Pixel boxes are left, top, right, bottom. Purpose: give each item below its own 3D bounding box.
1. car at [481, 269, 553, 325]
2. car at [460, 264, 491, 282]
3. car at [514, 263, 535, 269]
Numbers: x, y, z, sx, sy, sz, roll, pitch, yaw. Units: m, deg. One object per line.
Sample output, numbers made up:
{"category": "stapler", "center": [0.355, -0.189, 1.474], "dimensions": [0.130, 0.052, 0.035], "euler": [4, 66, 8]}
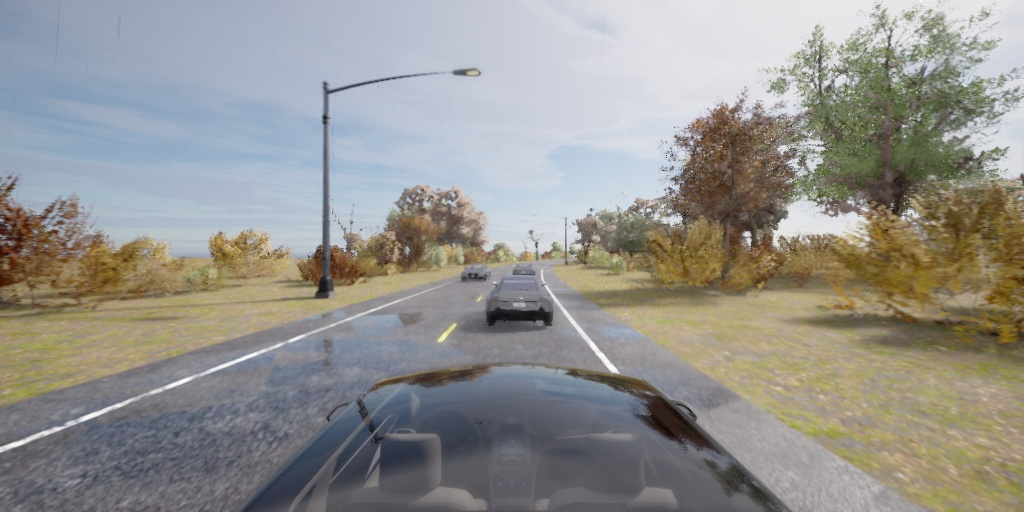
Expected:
{"category": "car", "center": [0.253, 1.314, 11.851], "dimensions": [1.994, 1.385, 4.181], "euler": [0, 0, 1]}
{"category": "car", "center": [-2.775, 1.308, 28.420], "dimensions": [1.994, 1.385, 4.181], "euler": [0, 0, 3]}
{"category": "car", "center": [1.101, 1.309, 31.902], "dimensions": [1.994, 1.385, 4.181], "euler": [0, 0, 4]}
